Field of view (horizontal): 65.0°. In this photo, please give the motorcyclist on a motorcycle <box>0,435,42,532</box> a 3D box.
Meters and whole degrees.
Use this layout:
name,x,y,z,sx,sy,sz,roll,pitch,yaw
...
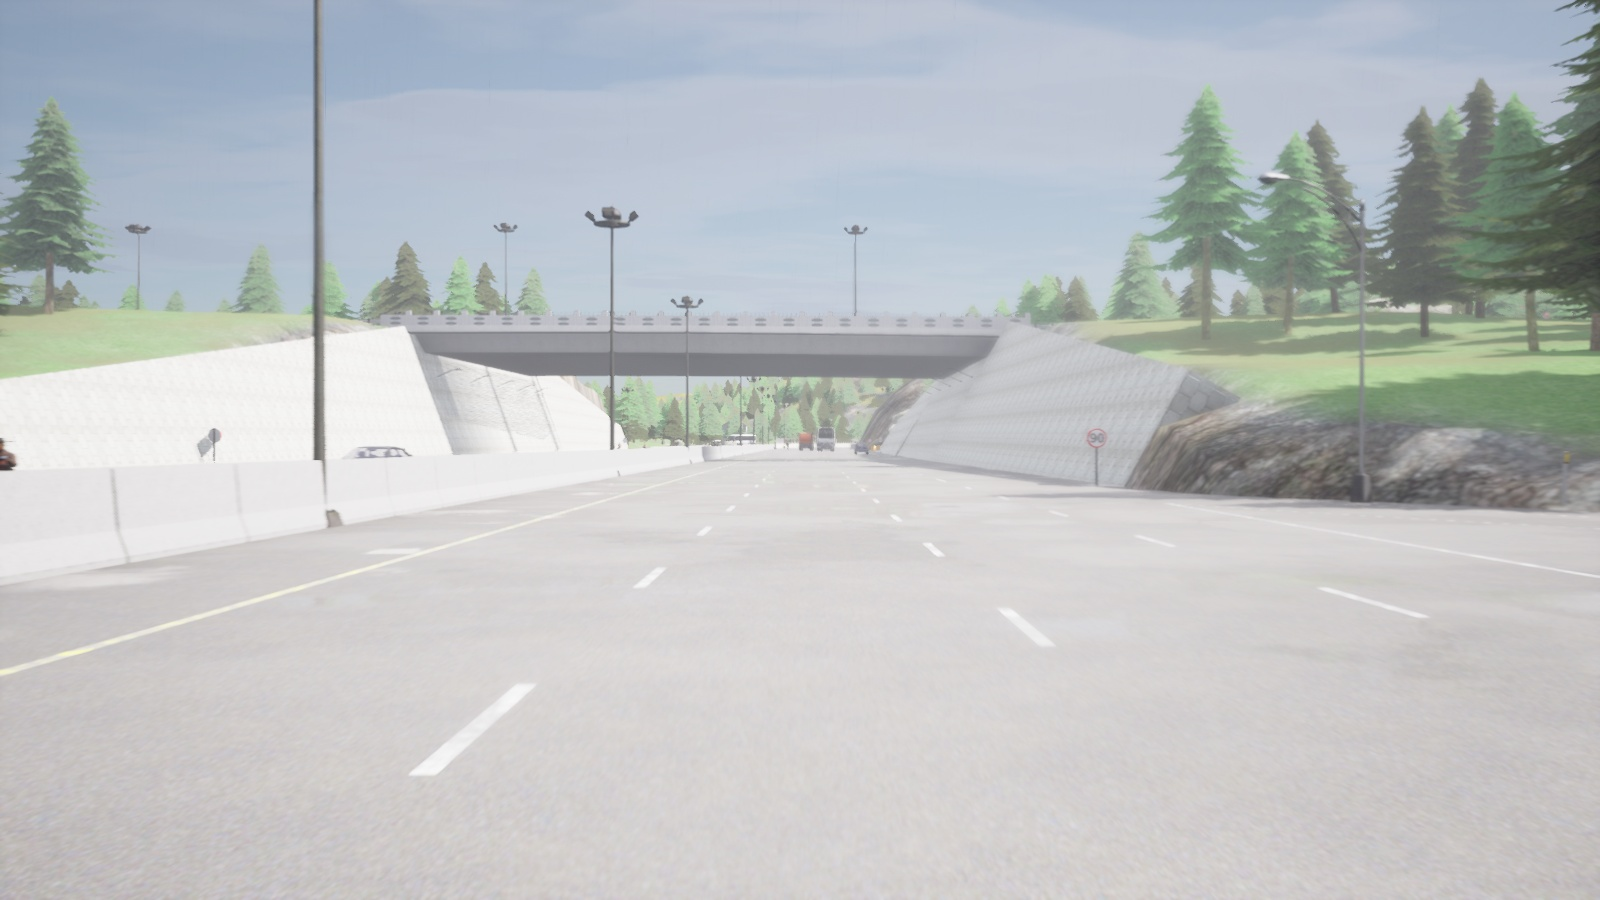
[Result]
name,x,y,z,sx,sy,sz,roll,pitch,yaw
motorcyclist on a motorcycle,-13.865,0.565,21.130,0.766,1.649,2.350,0,1,0

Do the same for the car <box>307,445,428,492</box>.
name,x,y,z,sx,sy,sz,roll,pitch,yaw
car,-13.756,0.553,40.319,2.033,1.411,5.357,0,0,0
